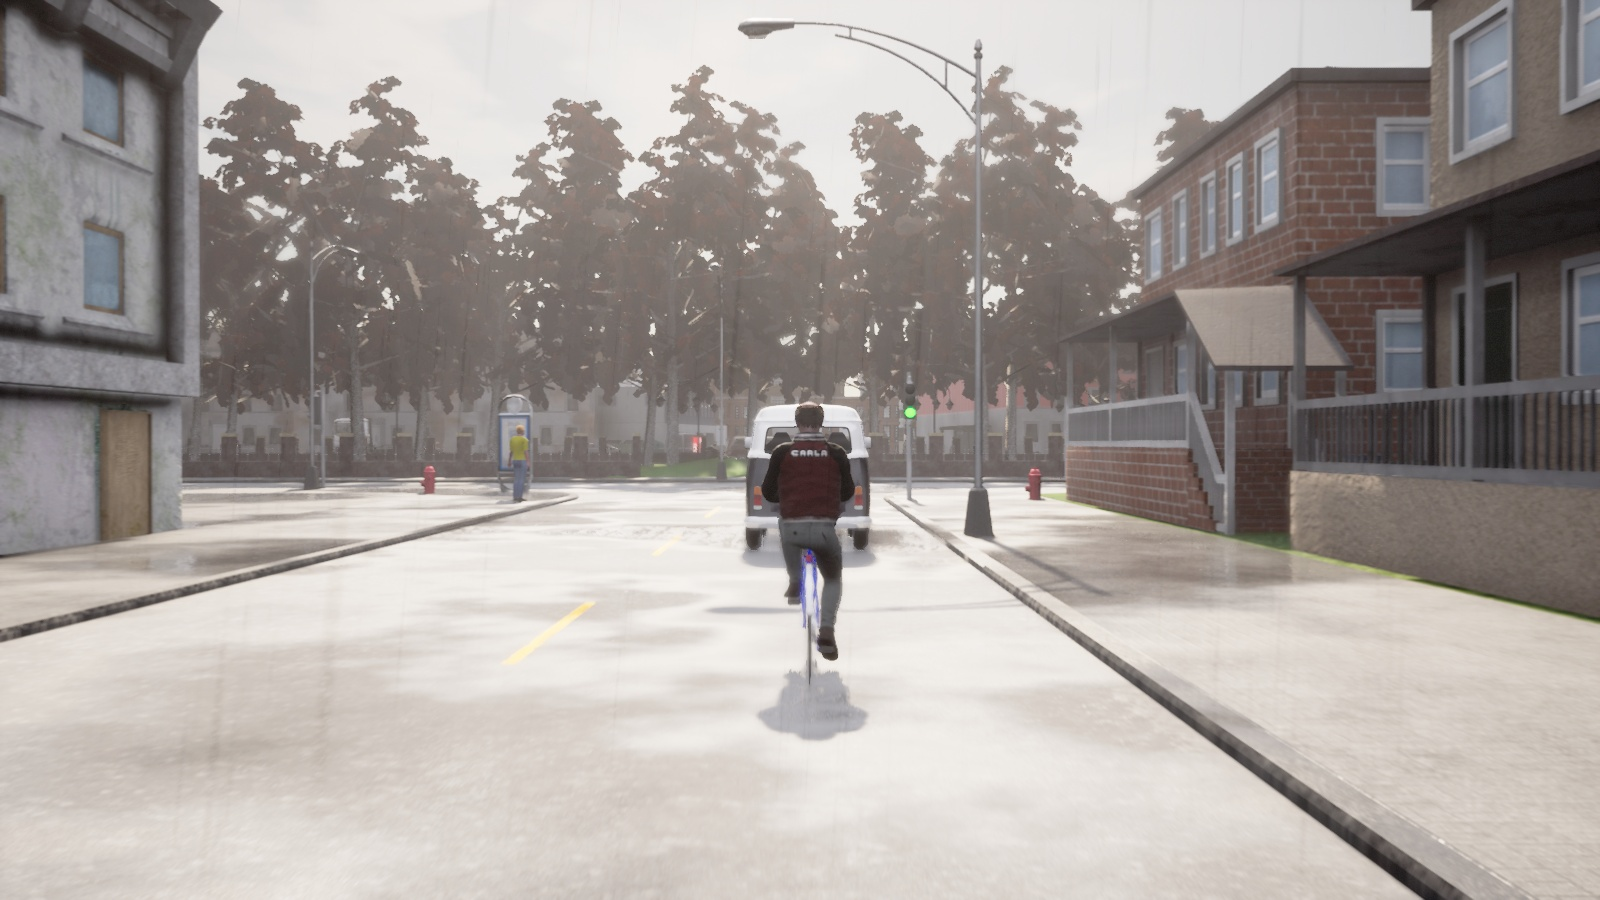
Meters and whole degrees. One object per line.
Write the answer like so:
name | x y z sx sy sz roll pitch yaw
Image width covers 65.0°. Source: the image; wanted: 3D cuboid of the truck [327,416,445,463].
truck | -31.052 -0.792 94.339 7.936 3.462 2.891 0 0 0

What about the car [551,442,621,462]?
car | -16.029 0.158 94.294 4.902 1.511 2.128 0 0 0

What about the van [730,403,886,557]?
van | 0.121 0.367 18.861 2.069 2.038 4.480 0 1 0

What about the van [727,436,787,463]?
van | -3.214 -0.034 94.236 4.442 1.987 1.775 0 0 0

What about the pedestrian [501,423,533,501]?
pedestrian | -6.733 0.282 29.906 0.354 1.836 0.706 0 0 31

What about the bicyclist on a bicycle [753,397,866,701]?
bicyclist on a bicycle | 0.061 0.571 8.244 0.659 1.776 1.843 0 0 0
